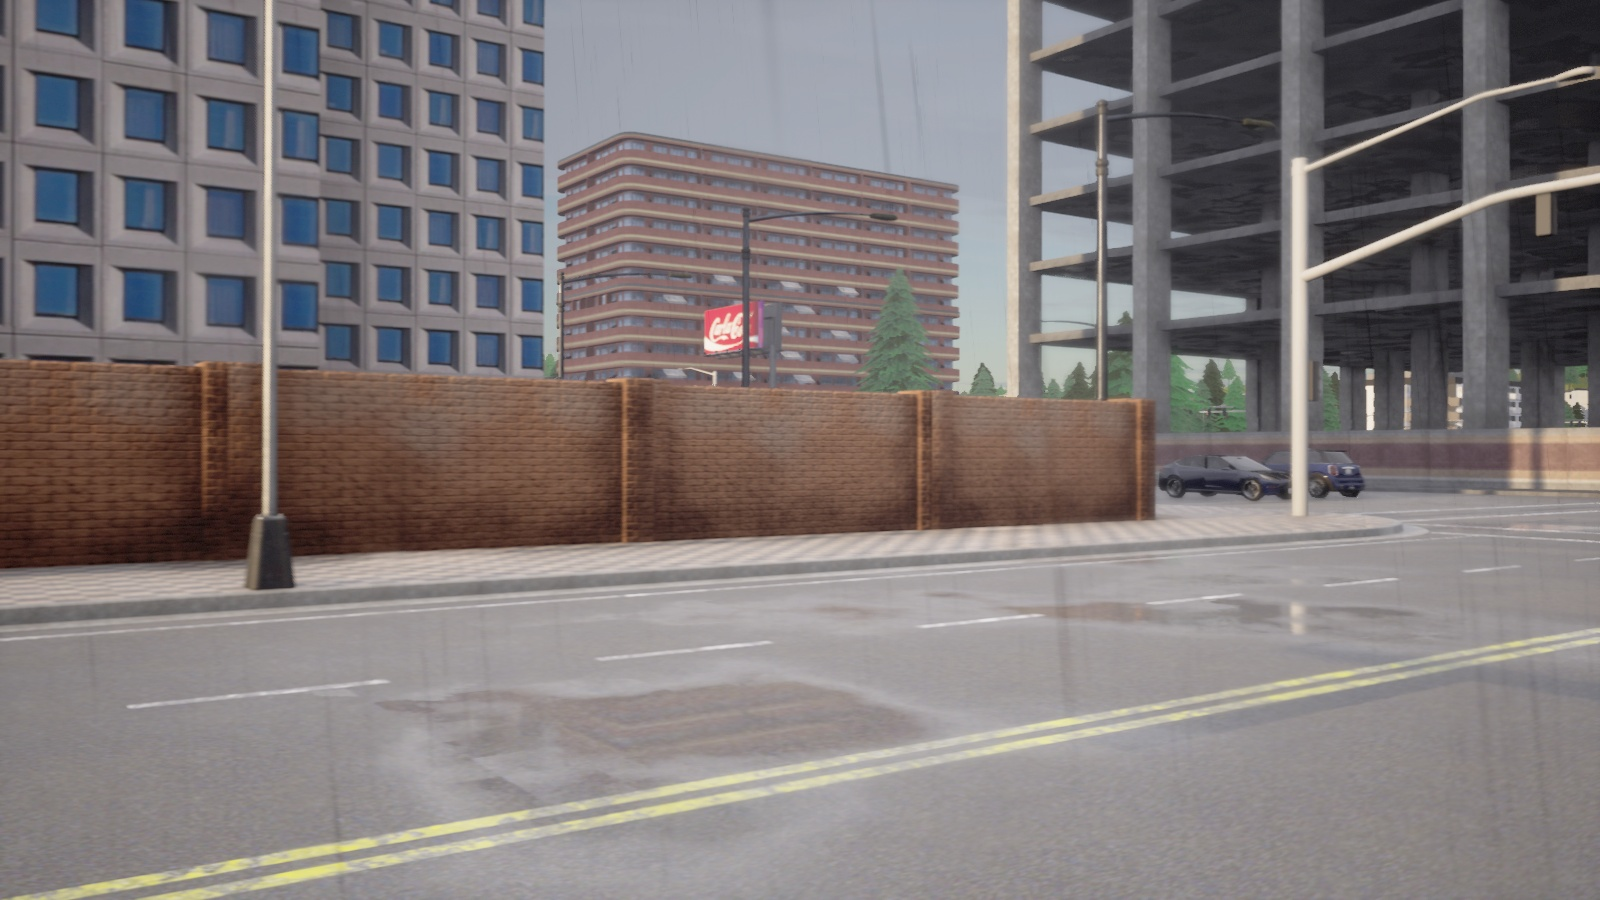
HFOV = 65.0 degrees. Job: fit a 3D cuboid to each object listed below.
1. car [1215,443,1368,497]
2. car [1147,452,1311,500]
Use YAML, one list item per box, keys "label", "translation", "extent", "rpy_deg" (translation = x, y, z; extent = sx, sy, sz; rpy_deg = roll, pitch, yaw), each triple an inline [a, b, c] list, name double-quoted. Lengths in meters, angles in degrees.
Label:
- label: "car"
  translation: [16.973, 0.674, 43.545]
  extent: [2.097, 1.767, 4.553]
  rpy_deg: [0, 0, -34]
- label: "car"
  translation: [14.107, 0.817, 41.534]
  extent: [2.163, 1.488, 4.792]
  rpy_deg: [0, 0, -34]
